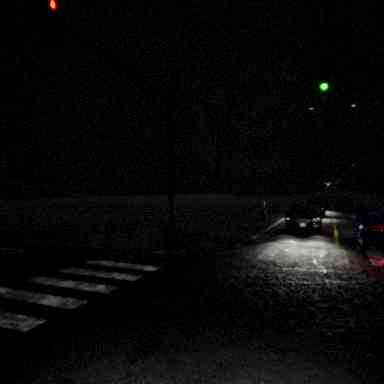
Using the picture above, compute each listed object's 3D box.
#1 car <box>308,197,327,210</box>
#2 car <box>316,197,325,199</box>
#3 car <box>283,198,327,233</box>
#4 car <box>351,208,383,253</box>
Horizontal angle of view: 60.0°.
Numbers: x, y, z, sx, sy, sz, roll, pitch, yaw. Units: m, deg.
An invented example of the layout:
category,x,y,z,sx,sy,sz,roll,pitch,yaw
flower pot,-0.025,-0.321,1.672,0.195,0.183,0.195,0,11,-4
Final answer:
category,x,y,z,sx,sy,sz,roll,pitch,yaw
car,14.285,1.291,37.680,1.895,1.301,4.718,-1,0,23
car,10.296,1.280,28.277,1.837,1.490,4.892,-1,0,23
car,6.350,1.351,18.830,2.128,1.511,4.902,-1,0,21
car,7.265,1.326,12.686,1.882,1.535,5.008,-1,0,23
